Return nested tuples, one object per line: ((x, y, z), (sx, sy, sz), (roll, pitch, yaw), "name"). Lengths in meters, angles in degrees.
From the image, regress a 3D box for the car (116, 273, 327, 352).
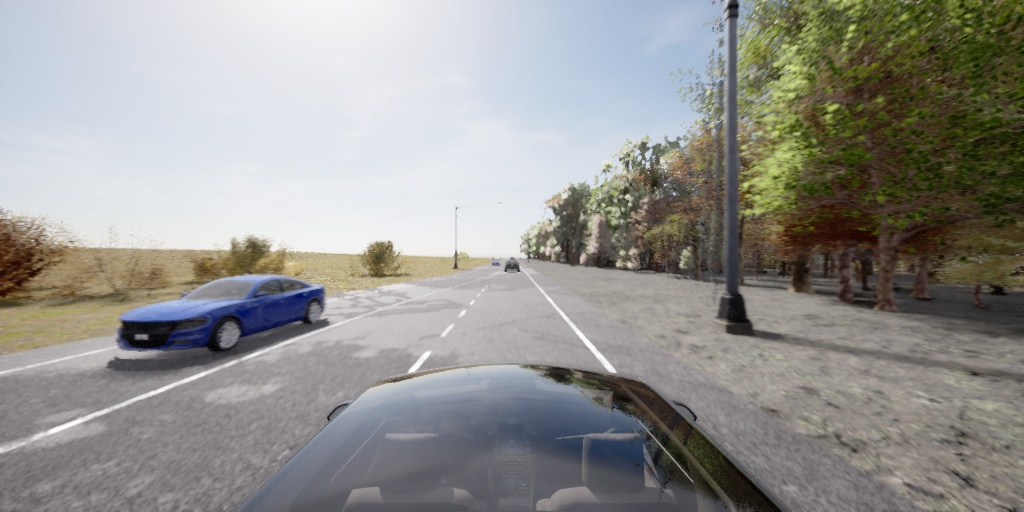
((-6.802, 1.246, 9.172), (1.882, 1.535, 5.008), (0, 0, 2), "car")

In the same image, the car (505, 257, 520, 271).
((0.025, 1.222, 50.824), (2.097, 1.767, 4.553), (0, 0, 0), "car")
